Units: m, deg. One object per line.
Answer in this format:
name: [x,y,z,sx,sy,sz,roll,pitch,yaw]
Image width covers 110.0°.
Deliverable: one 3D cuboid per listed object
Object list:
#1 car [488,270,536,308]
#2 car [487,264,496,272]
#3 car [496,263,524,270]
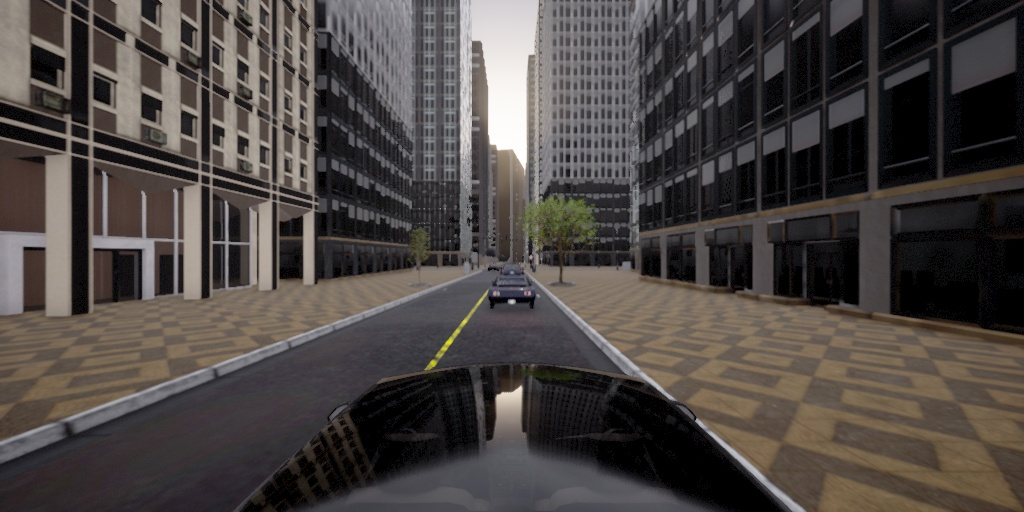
car: [0.000,1.486,15.950,1.895,1.301,4.718,0,-1,0]
car: [-3.007,1.922,58.475,1.895,1.301,4.718,0,-1,0]
car: [0.000,1.383,30.916,2.097,1.767,4.553,0,-1,0]
